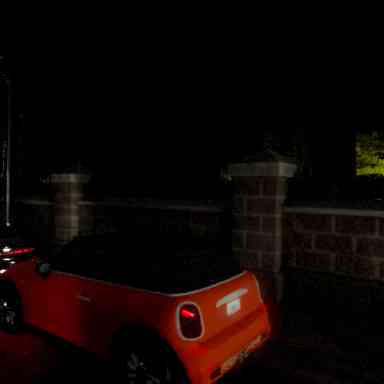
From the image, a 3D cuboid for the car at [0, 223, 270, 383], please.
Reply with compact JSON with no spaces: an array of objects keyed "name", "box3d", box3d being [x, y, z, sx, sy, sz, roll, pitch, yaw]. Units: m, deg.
[{"name":"car","box3d":[-1.205,1.396,5.275,4.553,1.767,2.097,0,-1,37]}]
